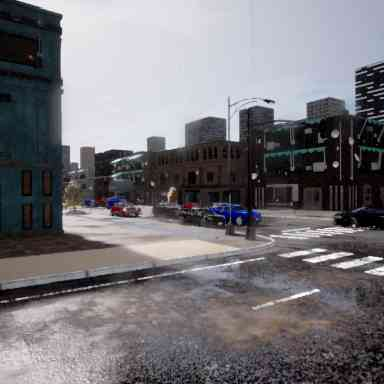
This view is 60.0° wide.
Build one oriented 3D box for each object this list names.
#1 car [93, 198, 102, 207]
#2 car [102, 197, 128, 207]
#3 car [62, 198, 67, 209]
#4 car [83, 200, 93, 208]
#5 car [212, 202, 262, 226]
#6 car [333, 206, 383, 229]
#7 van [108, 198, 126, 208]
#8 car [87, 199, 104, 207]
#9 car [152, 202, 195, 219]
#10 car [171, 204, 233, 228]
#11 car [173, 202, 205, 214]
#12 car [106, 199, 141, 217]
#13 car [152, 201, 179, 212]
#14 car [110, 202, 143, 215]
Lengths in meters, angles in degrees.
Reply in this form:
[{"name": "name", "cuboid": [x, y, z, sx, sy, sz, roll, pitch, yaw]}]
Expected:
[{"name": "car", "cuboid": [-16.498, 1.940, 63.340, 2.192, 1.841, 5.009, -1, 0, -35]}, {"name": "car", "cuboid": [-11.657, 1.742, 52.070, 2.150, 2.045, 5.566, -1, 0, -35]}, {"name": "car", "cuboid": [-23.223, 2.233, 58.344, 1.752, 1.417, 4.829, -1, 0, -35]}, {"name": "car", "cuboid": [-19.550, 2.194, 63.201, 1.812, 1.442, 4.674, -1, 0, -35]}, {"name": "car", "cuboid": [3.187, 1.693, 25.685, 1.882, 1.535, 5.008, -1, 0, -36]}, {"name": "car", "cuboid": [11.253, 1.611, 21.203, 4.181, 1.385, 1.994, -1, -1, 20]}, {"name": "van", "cuboid": [-13.290, 1.907, 58.829, 1.690, 1.788, 3.998, -1, 0, -35]}, {"name": "car", "cuboid": [-19.701, 2.228, 67.851, 1.887, 1.381, 4.507, -1, 0, -35]}, {"name": "car", "cuboid": [-2.212, 1.814, 33.282, 2.128, 1.511, 4.902, -1, 0, -35]}, {"name": "car", "cuboid": [0.660, 1.814, 24.549, 1.947, 1.339, 4.313, -2, 0, -35]}, {"name": "car", "cuboid": [-0.454, 1.904, 40.786, 1.802, 1.307, 4.206, -2, 0, -35]}, {"name": "car", "cuboid": [-7.285, 1.846, 35.928, 1.967, 1.590, 4.097, -1, 0, -35]}, {"name": "car", "cuboid": [-3.661, 1.966, 45.297, 1.802, 1.307, 4.206, -2, 0, -35]}, {"name": "car", "cuboid": [-8.343, 1.989, 41.915, 2.033, 1.411, 5.357, -1, 0, -35]}]
